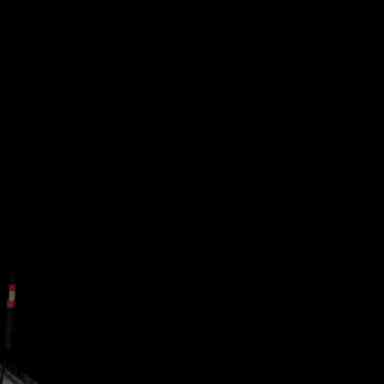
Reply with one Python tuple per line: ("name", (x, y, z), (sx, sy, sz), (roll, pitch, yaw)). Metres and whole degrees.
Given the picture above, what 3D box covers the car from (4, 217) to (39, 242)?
("car", (-9.275, 1.539, 14.513), (2.231, 1.521, 4.892), (1, -1, 41))
